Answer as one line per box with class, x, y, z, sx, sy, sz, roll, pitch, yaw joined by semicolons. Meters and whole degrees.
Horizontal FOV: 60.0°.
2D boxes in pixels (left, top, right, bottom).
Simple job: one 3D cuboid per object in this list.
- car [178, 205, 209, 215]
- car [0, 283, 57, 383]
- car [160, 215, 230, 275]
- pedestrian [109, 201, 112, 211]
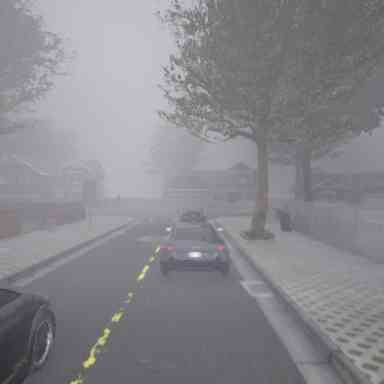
car;0.087;1.664;22.522;1.837;1.490;4.892;0;-1;1
car;-2.850;1.586;2.893;1.994;1.385;4.181;0;0;0
car;0.082;1.640;10.737;1.994;1.385;4.181;0;-1;0
pedestrian;-9.818;1.627;39.834;0.375;1.300;0.375;0;0;-1
